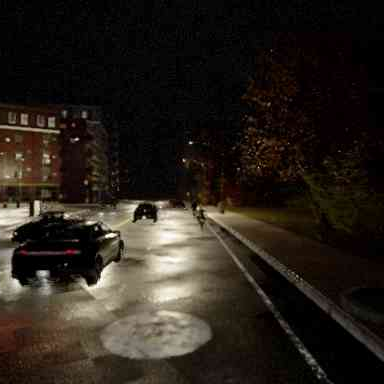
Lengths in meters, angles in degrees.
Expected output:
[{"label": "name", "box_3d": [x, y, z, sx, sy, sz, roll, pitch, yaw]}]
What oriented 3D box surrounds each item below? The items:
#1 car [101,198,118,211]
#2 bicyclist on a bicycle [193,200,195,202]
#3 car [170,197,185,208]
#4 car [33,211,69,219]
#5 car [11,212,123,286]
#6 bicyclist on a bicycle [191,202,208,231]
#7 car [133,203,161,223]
[{"label": "car", "box_3d": [-11.363, 1.640, 45.960, 1.837, 1.490, 4.892, 0, 0, -7]}, {"label": "bicyclist on a bicycle", "box_3d": [0.198, 1.581, 29.790, 0.659, 1.776, 1.843, 0, 0, -2]}, {"label": "car", "box_3d": [-2.285, 1.866, 56.351, 1.882, 1.535, 5.008, 0, 0, -5]}, {"label": "car", "box_3d": [-6.823, 1.673, 16.584, 2.033, 1.411, 5.357, 0, 0, -1]}, {"label": "car", "box_3d": [-3.252, 1.564, 9.604, 2.128, 1.511, 4.902, 0, 0, -1]}, {"label": "bicyclist on a bicycle", "box_3d": [0.576, 1.582, 20.483, 0.866, 1.612, 1.509, 0, 0, -2]}, {"label": "car", "box_3d": [-3.770, 1.706, 27.883, 1.837, 1.490, 4.892, 0, 0, -2]}]
